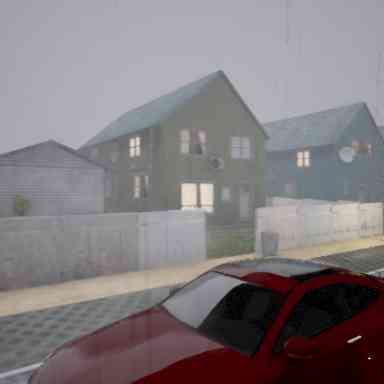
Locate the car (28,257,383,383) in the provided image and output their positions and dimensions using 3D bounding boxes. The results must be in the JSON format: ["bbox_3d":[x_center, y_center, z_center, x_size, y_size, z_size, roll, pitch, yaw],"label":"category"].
[{"bbox_3d":[0.768,1.529,3.608,4.674,1.442,1.812,0,0,-35],"label":"car"}]
